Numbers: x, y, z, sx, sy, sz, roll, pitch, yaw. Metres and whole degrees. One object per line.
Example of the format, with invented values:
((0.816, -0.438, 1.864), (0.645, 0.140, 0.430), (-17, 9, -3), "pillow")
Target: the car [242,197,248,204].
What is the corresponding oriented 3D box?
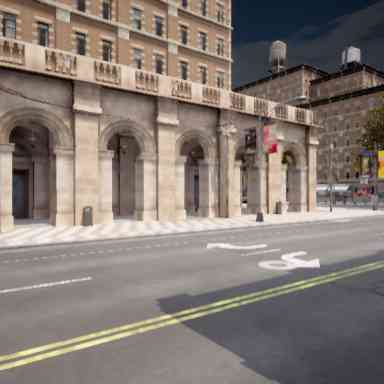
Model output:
((9.847, 1.551, 56.587), (1.895, 1.301, 4.718), (0, 0, -36), "car")
